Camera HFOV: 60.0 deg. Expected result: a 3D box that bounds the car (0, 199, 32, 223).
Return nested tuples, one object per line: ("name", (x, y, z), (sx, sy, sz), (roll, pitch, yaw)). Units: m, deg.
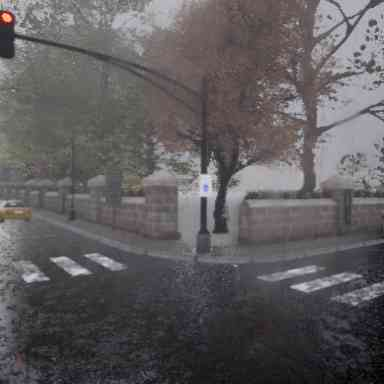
("car", (-11.654, 1.129, 21.634), (1.752, 1.417, 4.829), (2, 0, -36))
